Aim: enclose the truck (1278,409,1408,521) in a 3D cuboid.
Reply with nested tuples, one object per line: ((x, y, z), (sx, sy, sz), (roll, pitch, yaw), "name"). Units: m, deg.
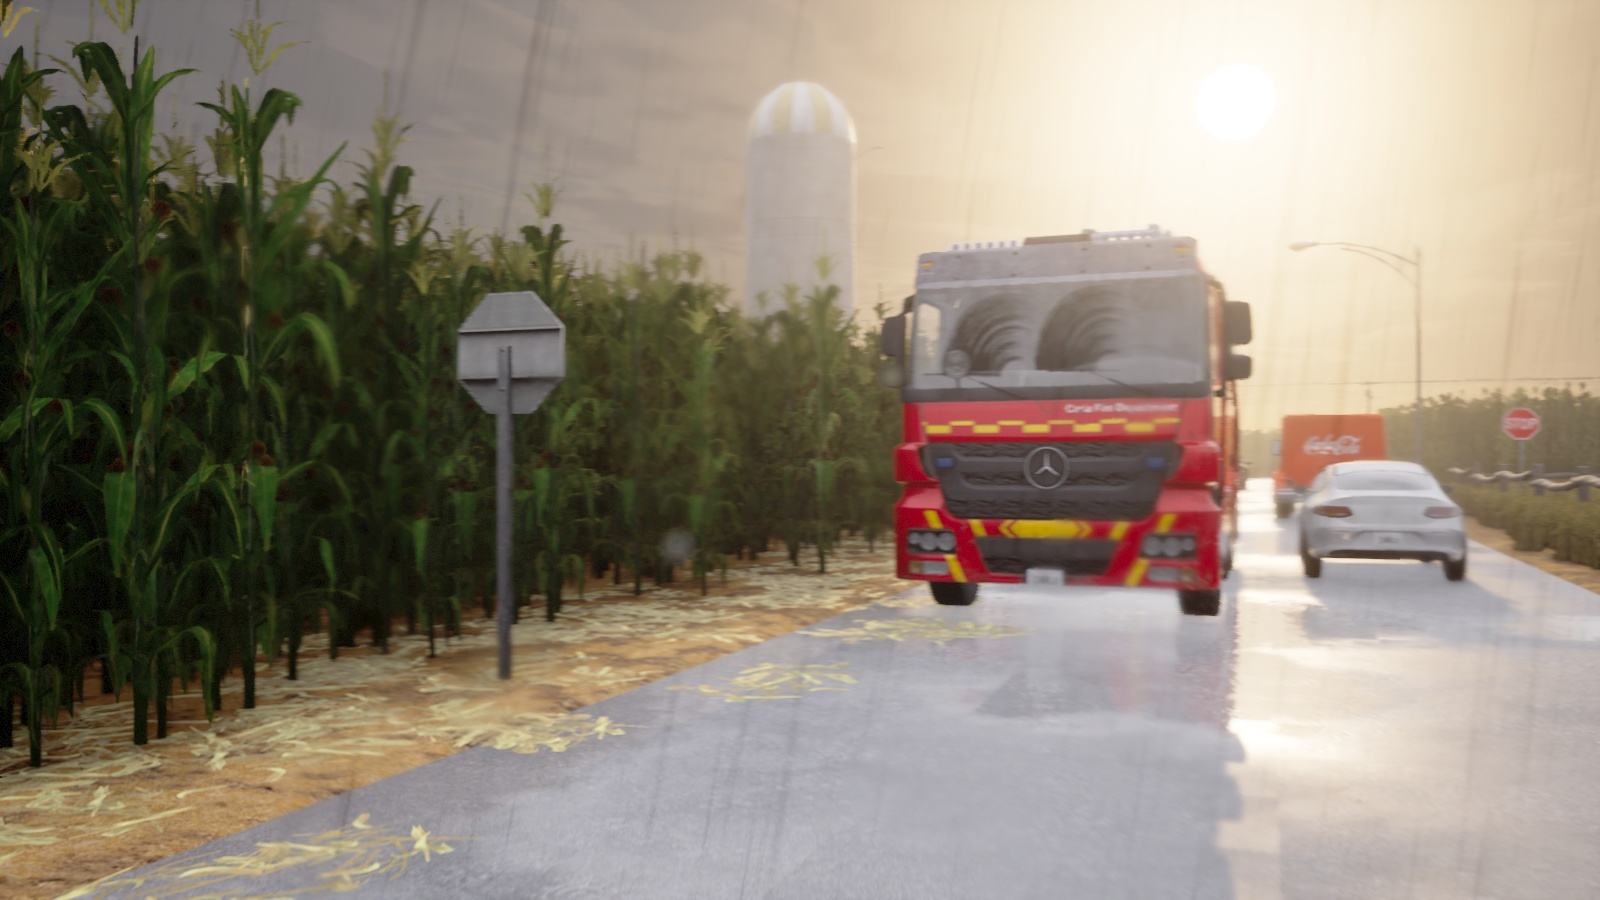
((12.986, 0.329, 30.389), (2.627, 2.467, 5.204), (0, 0, 21), "truck")

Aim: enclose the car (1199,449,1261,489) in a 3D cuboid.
((17.098, 0.731, 49.779), (2.128, 1.511, 4.902), (0, 0, 21), "car")

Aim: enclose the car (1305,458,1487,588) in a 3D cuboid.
((7.708, 0.842, 16.622), (1.812, 1.442, 4.674), (0, 0, 21), "car")

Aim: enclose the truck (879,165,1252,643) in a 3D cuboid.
((3.577, -0.335, 14.525), (2.891, 3.827, 8.468), (0, 0, 21), "truck")
